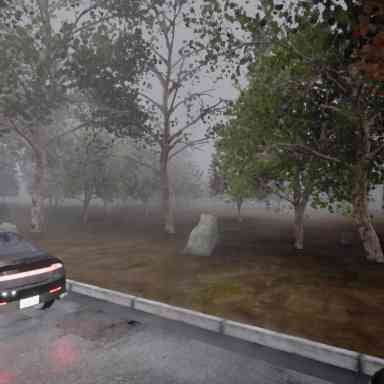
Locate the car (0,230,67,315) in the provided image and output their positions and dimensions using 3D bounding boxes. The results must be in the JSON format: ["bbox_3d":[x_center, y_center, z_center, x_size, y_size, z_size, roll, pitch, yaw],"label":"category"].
[{"bbox_3d":[-4.503,1.501,6.593,4.902,1.511,2.128,0,0,36],"label":"car"}]

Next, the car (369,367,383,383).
[{"bbox_3d":[3.227,1.490,1.075,4.902,1.511,2.128,0,0,36],"label":"car"}]
